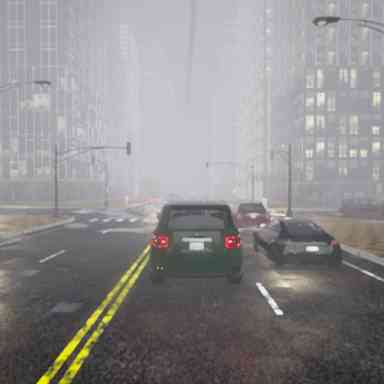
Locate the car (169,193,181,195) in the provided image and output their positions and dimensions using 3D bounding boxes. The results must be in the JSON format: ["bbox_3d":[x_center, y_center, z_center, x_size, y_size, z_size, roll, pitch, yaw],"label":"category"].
[{"bbox_3d":[-3.313,1.185,60.689,2.150,2.045,5.566,0,0,1],"label":"car"}]

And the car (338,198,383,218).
[{"bbox_3d":[16.194,1.522,30.919,5.009,1.841,2.192,1,0,1],"label":"car"}]

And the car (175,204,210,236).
[{"bbox_3d":[0.093,1.518,19.349,1.812,1.442,4.674,0,0,2],"label":"car"}]

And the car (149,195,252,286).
[{"bbox_3d":[0.100,1.218,9.580,2.150,2.045,5.566,0,0,0],"label":"car"}]

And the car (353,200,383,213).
[{"bbox_3d":[21.801,1.647,39.207,4.829,1.417,1.752,1,0,1],"label":"car"}]

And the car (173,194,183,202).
[{"bbox_3d":[-3.268,1.300,76.093,2.097,1.767,4.553,0,0,0],"label":"car"}]

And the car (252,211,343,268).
[{"bbox_3d":[3.352,1.560,11.312,1.994,1.385,4.181,0,0,-1],"label":"car"}]

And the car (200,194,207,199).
[{"bbox_3d":[3.230,1.232,92.123,1.882,1.535,5.008,0,0,0],"label":"car"}]

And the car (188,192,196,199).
[{"bbox_3d":[-0.020,0.979,92.153,2.150,2.045,5.566,0,0,0],"label":"car"}]

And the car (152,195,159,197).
[{"bbox_3d":[-6.568,1.314,60.538,2.097,1.767,4.553,0,0,0],"label":"car"}]

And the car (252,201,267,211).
[{"bbox_3d":[3.346,1.345,20.215,2.097,1.767,4.553,0,0,0],"label":"car"}]

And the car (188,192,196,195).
[{"bbox_3d":[-0.018,1.453,82.124,1.812,1.442,4.674,0,0,0],"label":"car"}]

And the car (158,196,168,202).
[{"bbox_3d":[-6.518,1.541,75.511,1.895,1.301,4.718,0,0,0],"label":"car"}]
